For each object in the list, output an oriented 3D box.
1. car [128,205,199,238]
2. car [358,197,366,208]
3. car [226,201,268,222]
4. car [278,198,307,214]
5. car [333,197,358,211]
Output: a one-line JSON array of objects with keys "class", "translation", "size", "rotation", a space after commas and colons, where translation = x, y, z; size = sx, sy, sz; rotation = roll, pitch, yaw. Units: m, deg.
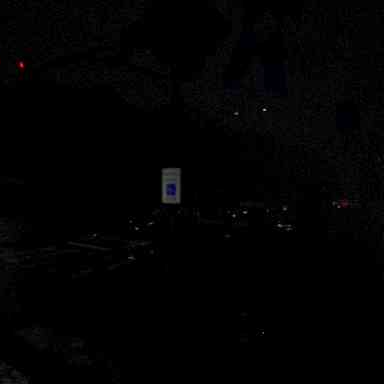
[{"class": "car", "translation": [-1.360, 1.472, 17.924], "size": [1.812, 1.442, 4.674], "rotation": [1, 1, 34]}, {"class": "car", "translation": [24.628, 1.529, 49.449], "size": [2.128, 1.511, 4.902], "rotation": [1, 0, 35]}, {"class": "car", "translation": [4.437, 1.435, 26.043], "size": [1.812, 1.442, 4.674], "rotation": [1, 1, 36]}, {"class": "car", "translation": [10.492, 1.409, 34.514], "size": [2.128, 1.511, 4.902], "rotation": [1, 0, 36]}, {"class": "car", "translation": [18.691, 1.524, 41.038], "size": [1.812, 1.442, 4.674], "rotation": [1, 0, 36]}]
